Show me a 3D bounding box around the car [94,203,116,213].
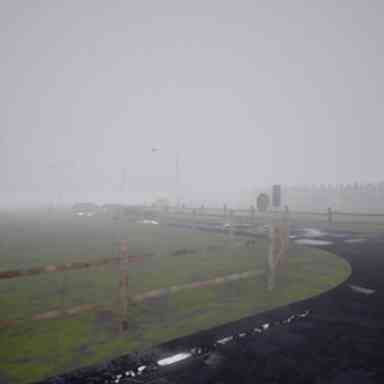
[{"bbox_3d":[-12.116,2.347,48.716,2.033,1.411,5.357,0,-1,-34],"label":"car"}]

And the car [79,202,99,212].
[{"bbox_3d":[-17.707,2.471,56.869,1.882,1.535,5.008,0,-1,-34],"label":"car"}]

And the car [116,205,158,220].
[{"bbox_3d":[-5.426,2.052,33.703,2.033,1.411,5.357,0,-1,-34],"label":"car"}]

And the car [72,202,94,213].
[{"bbox_3d":[-16.987,2.419,50.905,1.837,1.490,4.892,0,-1,-34],"label":"car"}]
